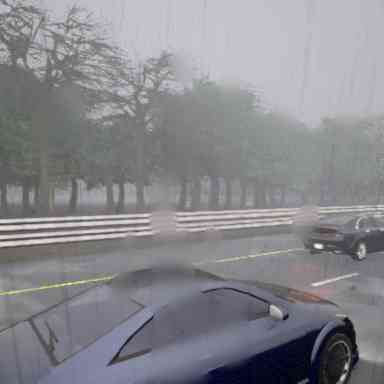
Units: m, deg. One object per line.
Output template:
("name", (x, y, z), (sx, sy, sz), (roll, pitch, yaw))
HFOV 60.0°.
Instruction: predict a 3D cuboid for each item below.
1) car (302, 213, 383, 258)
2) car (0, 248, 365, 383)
("car", (6.165, 1.557, 12.444), (4.892, 1.490, 1.837), (0, 0, -35))
("car", (0.028, 1.573, 3.768), (4.181, 1.385, 1.994), (0, 0, -35))
